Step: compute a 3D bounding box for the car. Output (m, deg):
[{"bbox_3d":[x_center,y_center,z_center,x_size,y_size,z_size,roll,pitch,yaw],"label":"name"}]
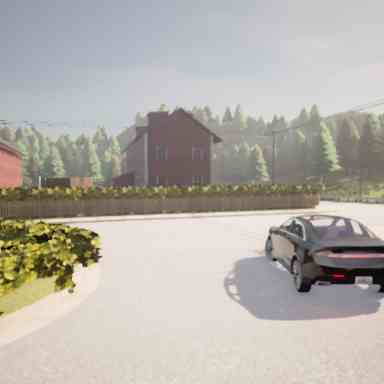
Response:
[{"bbox_3d":[3.148,1.313,8.332,2.128,1.511,4.902,-1,1,2],"label":"car"}]
